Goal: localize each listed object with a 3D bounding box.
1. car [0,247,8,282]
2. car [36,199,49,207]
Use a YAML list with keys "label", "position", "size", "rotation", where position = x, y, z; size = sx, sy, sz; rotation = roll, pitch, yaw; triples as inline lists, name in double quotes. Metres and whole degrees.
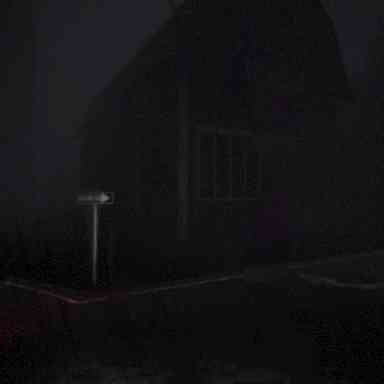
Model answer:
- label: "car"
  position: [-6.356, 1.526, 6.877]
  size: [4.902, 1.511, 2.128]
  rotation: [0, 0, 10]
- label: "car"
  position: [-24.070, 1.801, 53.575]
  size: [1.994, 1.381, 4.181]
  rotation: [1, -1, -30]
